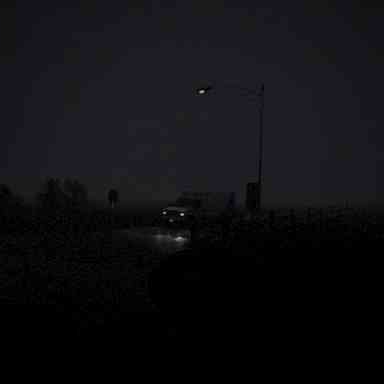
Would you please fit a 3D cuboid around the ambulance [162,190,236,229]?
[{"bbox_3d":[0.627,1.132,23.306,2.351,2.431,6.366,2,1,37],"label":"ambulance"}]
